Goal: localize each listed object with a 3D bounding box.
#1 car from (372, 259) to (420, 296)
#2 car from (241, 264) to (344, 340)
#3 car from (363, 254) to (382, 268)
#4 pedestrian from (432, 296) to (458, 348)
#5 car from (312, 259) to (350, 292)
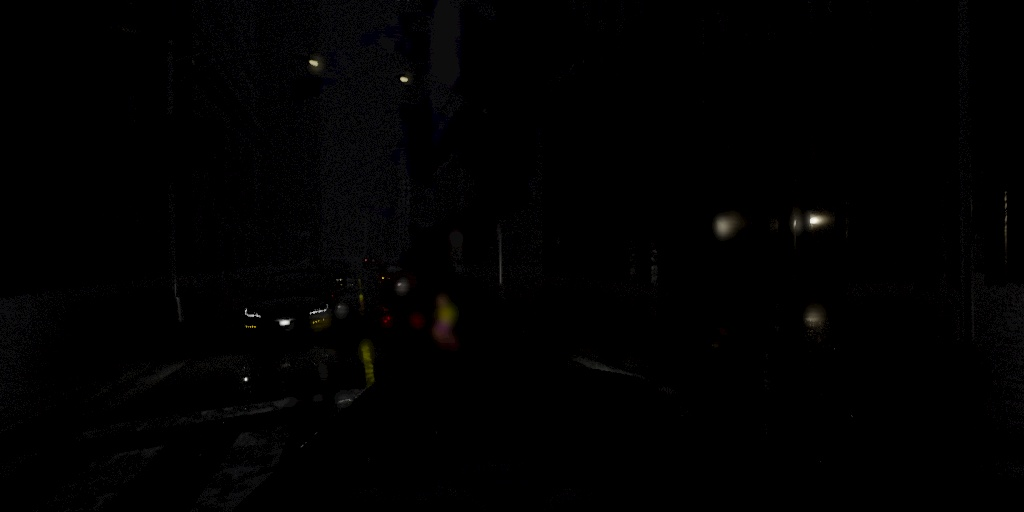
[{"bbox_3d":[-5.726,1.051,17.738,1.812,1.442,4.674,0,1,-23],"label":"car"},{"bbox_3d":[-5.814,1.141,9.877,1.837,1.490,4.892,0,1,-23],"label":"car"},{"bbox_3d":[-17.155,0.535,44.070,2.097,1.767,4.553,0,1,-23],"label":"car"},{"bbox_3d":[-1.340,1.342,7.383,0.500,1.100,0.500,1,-1,-23],"label":"pedestrian"},{"bbox_3d":[-9.595,1.021,18.593,1.837,1.490,4.892,0,1,-23],"label":"car"}]
